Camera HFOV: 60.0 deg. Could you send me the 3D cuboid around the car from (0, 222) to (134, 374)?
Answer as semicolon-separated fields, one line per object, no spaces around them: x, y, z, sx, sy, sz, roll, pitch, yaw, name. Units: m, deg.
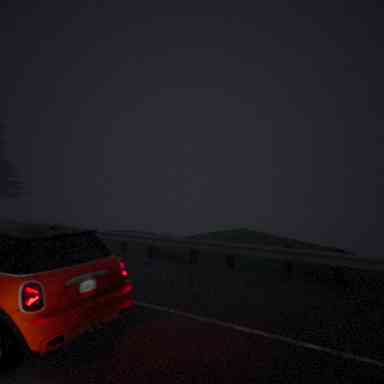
-3.249;1.309;5.737;4.553;1.767;2.097;0;0;32;car
